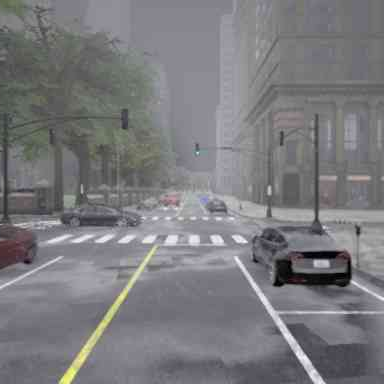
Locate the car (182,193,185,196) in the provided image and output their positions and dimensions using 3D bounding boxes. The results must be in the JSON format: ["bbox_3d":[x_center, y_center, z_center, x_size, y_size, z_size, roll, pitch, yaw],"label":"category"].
[{"bbox_3d":[-2.988,1.493,66.838,1.837,1.490,4.892,0,1,0],"label":"car"}]

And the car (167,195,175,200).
[{"bbox_3d":[-5.745,1.508,89.833,1.947,1.339,4.313,0,0,0],"label":"car"}]

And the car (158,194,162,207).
[{"bbox_3d":[-5.756,1.429,46.470,1.967,1.590,4.097,0,0,0],"label":"car"}]

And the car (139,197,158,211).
[{"bbox_3d":[-5.756,1.542,41.050,2.008,1.369,4.403,0,0,0],"label":"car"}]

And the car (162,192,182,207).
[{"bbox_3d":[-3.043,1.206,50.343,2.150,2.045,5.566,0,0,0],"label":"car"}]

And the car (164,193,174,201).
[{"bbox_3d":[-5.747,1.265,84.412,2.192,1.841,5.009,0,0,0],"label":"car"}]

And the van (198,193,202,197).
[{"bbox_3d":[2.776,1.304,73.550,1.690,1.788,3.998,0,0,0],"label":"van"}]

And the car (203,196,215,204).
[{"bbox_3d":[2.769,1.557,41.028,1.947,1.339,4.313,0,0,0],"label":"car"}]

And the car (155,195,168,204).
[{"bbox_3d":[-5.752,1.416,62.731,1.967,1.590,4.097,0,0,0],"label":"car"}]

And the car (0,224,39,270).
[{"bbox_3d":[-5.764,1.583,9.190,1.802,1.307,4.206,0,0,0],"label":"car"}]

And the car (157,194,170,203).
[{"bbox_3d":[-5.751,1.285,68.151,2.192,1.841,5.009,0,0,0],"label":"car"}]

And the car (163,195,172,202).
[{"bbox_3d":[-5.747,1.483,78.822,1.752,1.417,4.829,0,0,0],"label":"car"}]

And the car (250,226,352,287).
[{"bbox_3d":[2.761,1.566,9.171,1.947,1.339,4.313,0,0,0],"label":"car"}]

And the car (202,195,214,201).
[{"bbox_3d":[2.770,1.513,46.618,1.752,1.417,4.829,0,0,0],"label":"car"}]

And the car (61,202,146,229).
[{"bbox_3d":[-5.585,1.527,20.699,4.892,1.490,1.837,1,1,0],"label":"car"}]

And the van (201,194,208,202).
[{"bbox_3d":[2.771,1.325,51.868,1.690,1.788,3.998,0,0,0],"label":"van"}]

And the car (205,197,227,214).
[{"bbox_3d":[2.768,1.559,35.607,1.947,1.339,4.313,0,0,0],"label":"car"}]
